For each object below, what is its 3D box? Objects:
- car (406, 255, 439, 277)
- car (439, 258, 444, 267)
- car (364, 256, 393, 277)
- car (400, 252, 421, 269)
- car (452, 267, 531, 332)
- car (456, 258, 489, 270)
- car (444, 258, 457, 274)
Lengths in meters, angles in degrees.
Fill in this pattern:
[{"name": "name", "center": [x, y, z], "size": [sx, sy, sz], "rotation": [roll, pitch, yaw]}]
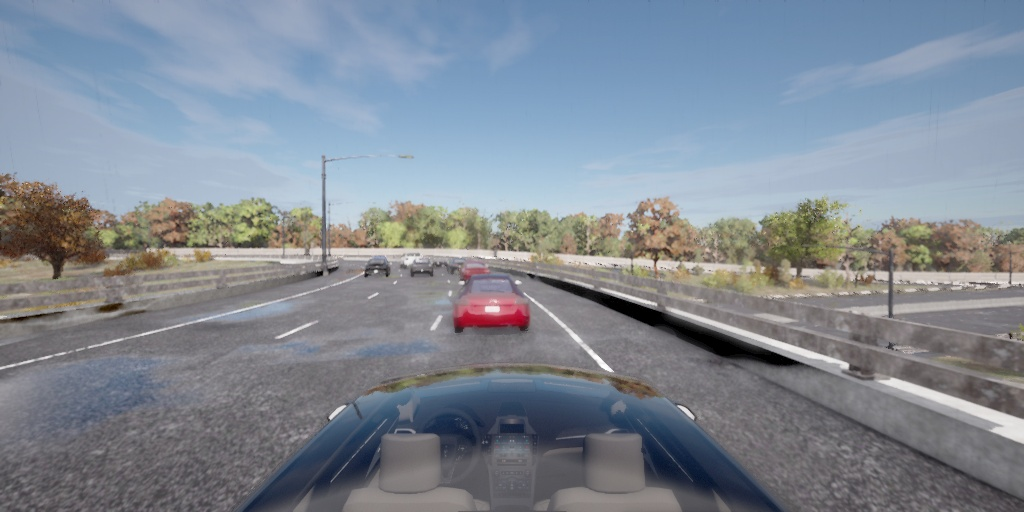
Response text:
[{"name": "car", "center": [-7.830, 0.912, 30.997], "size": [2.128, 1.511, 4.902], "rotation": [0, 1, -16]}, {"name": "car", "center": [-9.137, 0.860, 45.199], "size": [1.895, 1.301, 4.718], "rotation": [0, 1, -22]}, {"name": "car", "center": [-11.216, 0.935, 30.115], "size": [1.837, 1.490, 4.892], "rotation": [0, 0, -16]}, {"name": "car", "center": [-12.388, 0.494, 44.023], "size": [2.150, 2.045, 5.566], "rotation": [0, 1, -23]}, {"name": "car", "center": [-0.636, 1.214, 10.562], "size": [1.994, 1.385, 4.181], "rotation": [0, 1, -5]}, {"name": "car", "center": [-2.463, 1.031, 23.323], "size": [1.812, 1.442, 4.674], "rotation": [0, 1, -11]}, {"name": "car", "center": [-5.052, 0.912, 33.858], "size": [1.812, 1.442, 4.674], "rotation": [0, 1, -16]}]
